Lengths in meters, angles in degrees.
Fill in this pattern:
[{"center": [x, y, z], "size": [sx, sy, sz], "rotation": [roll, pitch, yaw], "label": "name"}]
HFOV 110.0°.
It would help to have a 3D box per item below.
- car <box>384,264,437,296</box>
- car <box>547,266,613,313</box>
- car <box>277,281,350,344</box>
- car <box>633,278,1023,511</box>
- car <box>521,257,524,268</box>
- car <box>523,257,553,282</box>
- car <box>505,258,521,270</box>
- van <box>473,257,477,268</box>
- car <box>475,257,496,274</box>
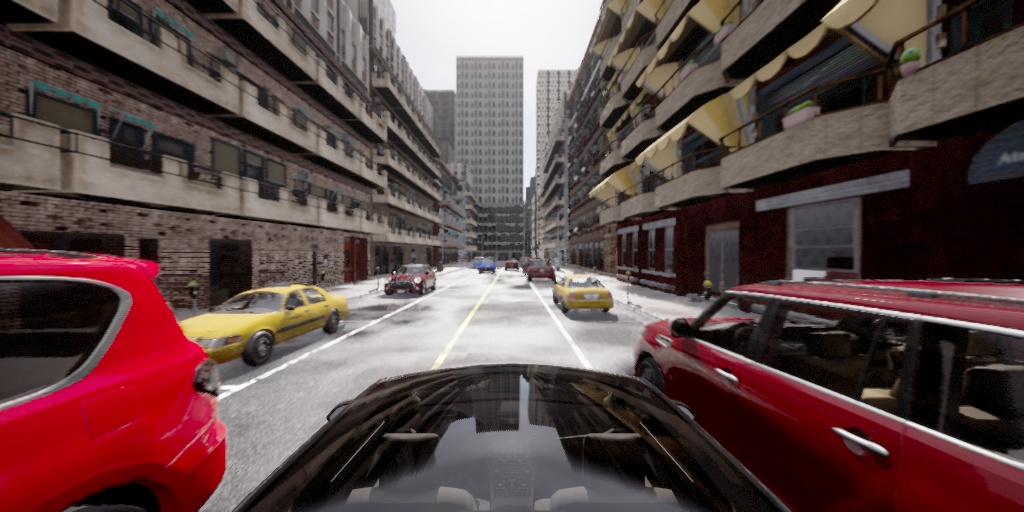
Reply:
[{"center": [-5.324, 1.179, 19.211], "size": [1.967, 1.591, 4.097], "rotation": [0, 0, 0], "label": "car"}, {"center": [2.559, 1.269, 13.856], "size": [1.751, 1.417, 4.829], "rotation": [0, 0, 0], "label": "car"}, {"center": [-5.319, 1.271, 7.943], "size": [1.751, 1.417, 4.829], "rotation": [0, 0, 0], "label": "car"}, {"center": [2.564, 1.065, 2.588], "size": [2.192, 1.841, 5.009], "rotation": [0, 0, 0], "label": "car"}, {"center": [2.547, 1.039, 41.431], "size": [2.192, 1.841, 5.009], "rotation": [0, 0, 0], "label": "car"}, {"center": [2.252, 1.086, 28.995], "size": [2.097, 1.767, 4.553], "rotation": [0, 0, 0], "label": "car"}, {"center": [-0.005, 1.195, 50.538], "size": [1.882, 1.535, 5.008], "rotation": [0, 0, 0], "label": "car"}, {"center": [-5.341, 1.051, 58.055], "size": [1.690, 1.789, 3.998], "rotation": [0, 0, 0], "label": "van"}, {"center": [-2.854, 1.201, 41.474], "size": [1.882, 1.535, 5.008], "rotation": [0, 0, 0], "label": "car"}]
